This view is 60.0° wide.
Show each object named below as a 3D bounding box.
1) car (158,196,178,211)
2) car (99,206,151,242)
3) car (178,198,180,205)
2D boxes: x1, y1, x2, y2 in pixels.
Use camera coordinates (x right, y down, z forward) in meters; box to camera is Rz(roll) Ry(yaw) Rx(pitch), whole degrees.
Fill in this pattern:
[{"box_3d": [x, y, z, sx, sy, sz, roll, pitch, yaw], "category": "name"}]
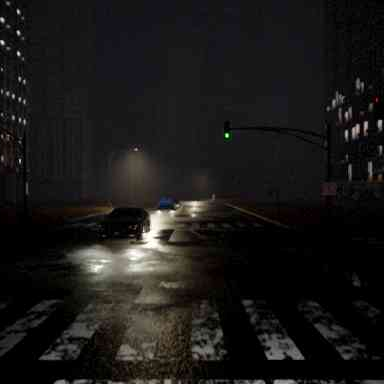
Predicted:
[{"box_3d": [-3.184, 1.483, 41.670, 1.882, 1.535, 5.008, 0, 0, 0], "category": "car"}, {"box_3d": [-3.219, 1.481, 16.684, 1.882, 1.535, 5.008, 0, 0, 0], "category": "car"}, {"box_3d": [-3.251, 1.479, 59.953, 1.994, 1.385, 4.181, 0, 0, -2], "category": "car"}]
